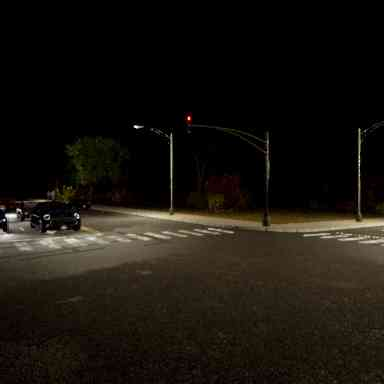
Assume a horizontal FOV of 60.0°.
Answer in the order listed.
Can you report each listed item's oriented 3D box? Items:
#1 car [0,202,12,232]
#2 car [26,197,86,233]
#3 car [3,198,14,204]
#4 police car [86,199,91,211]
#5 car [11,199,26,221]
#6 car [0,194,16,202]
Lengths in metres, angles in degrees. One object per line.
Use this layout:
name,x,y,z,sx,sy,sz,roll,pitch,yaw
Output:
car,-11.959,1.532,19.540,1.812,1.442,4.674,0,0,-33
car,-8.240,1.355,19.906,2.097,1.767,4.553,0,0,-35
car,-19.358,1.600,36.781,1.895,1.301,4.718,0,0,-33
police car,-13.733,1.419,40.219,1.930,1.638,5.238,0,0,-33
car,-13.483,1.549,27.800,2.033,1.411,5.357,0,0,-33
car,-28.102,1.311,50.307,2.150,2.045,5.566,0,0,-33
